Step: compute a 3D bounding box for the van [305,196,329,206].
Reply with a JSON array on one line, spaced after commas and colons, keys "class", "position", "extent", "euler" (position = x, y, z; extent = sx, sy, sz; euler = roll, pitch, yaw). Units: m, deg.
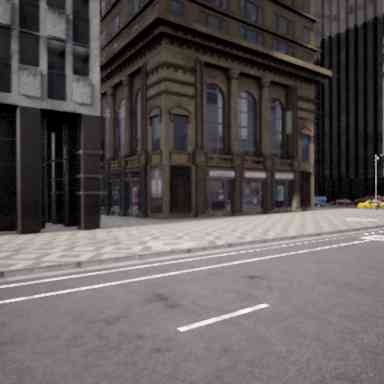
[{"class": "van", "position": [24.472, 1.773, 65.206], "extent": [1.690, 1.788, 3.998], "euler": [-1, 0, -35]}]

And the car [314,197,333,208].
[{"class": "car", "position": [20.678, 1.954, 55.793], "extent": [2.008, 1.369, 4.403], "euler": [-1, 0, -35]}]

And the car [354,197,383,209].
[{"class": "car", "position": [26.429, 1.792, 47.684], "extent": [1.752, 1.417, 4.829], "euler": [-1, 0, -35]}]

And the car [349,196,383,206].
[{"class": "car", "position": [30.348, 1.609, 56.901], "extent": [2.192, 1.841, 5.009], "euler": [-1, 0, -35]}]

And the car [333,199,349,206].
[{"class": "car", "position": [27.416, 1.945, 61.053], "extent": [1.802, 1.307, 4.206], "euler": [-1, 0, -35]}]
